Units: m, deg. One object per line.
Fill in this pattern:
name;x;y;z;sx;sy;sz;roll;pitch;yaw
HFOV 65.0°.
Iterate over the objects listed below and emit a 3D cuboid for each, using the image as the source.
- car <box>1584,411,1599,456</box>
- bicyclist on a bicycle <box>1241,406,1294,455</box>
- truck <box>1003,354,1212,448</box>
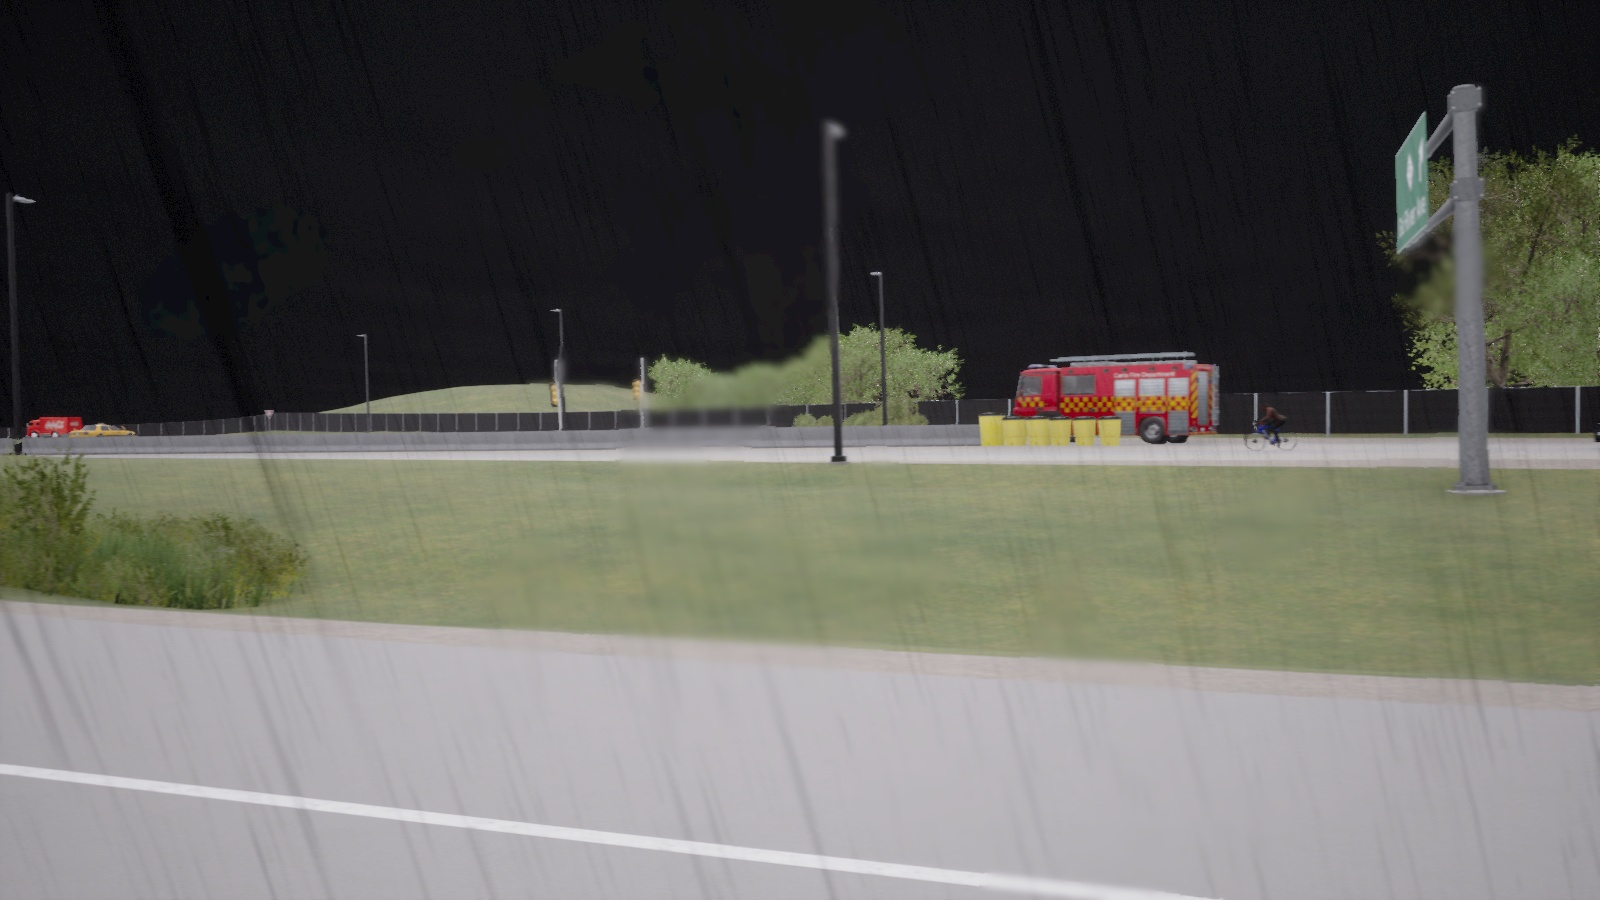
car;26.574;-0.515;38.286;4.181;1.385;1.994;0;1;19
bicyclist on a bicycle;15.658;-0.639;42.068;1.656;1.620;0.582;0;1;19
truck;13.369;-2.082;55.125;8.468;3.827;2.891;1;2;40
